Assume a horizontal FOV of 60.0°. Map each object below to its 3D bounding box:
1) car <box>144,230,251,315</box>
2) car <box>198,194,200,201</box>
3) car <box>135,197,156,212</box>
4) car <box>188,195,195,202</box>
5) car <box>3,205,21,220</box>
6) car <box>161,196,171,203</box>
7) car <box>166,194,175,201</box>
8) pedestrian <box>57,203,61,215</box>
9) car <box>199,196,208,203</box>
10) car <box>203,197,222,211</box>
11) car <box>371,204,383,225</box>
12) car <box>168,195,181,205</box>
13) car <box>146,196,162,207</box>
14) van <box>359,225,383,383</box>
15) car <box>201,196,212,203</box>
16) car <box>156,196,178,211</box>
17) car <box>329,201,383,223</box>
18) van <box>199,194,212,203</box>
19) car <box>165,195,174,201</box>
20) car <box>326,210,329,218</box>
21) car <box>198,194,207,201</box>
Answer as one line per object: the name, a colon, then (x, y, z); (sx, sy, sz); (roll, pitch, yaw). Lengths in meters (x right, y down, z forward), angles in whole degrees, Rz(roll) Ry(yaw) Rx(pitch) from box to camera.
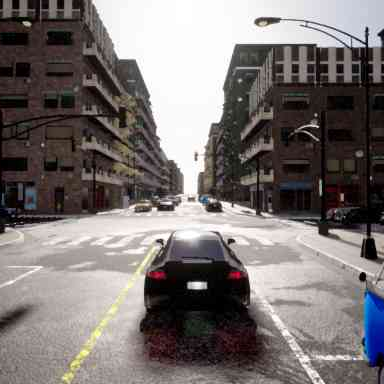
car: (0.088, 1.566, 7.683); (1.994, 1.385, 4.181); (0, 0, 0)
car: (2.592, 1.552, 68.409); (1.752, 1.417, 4.829); (1, 0, 0)
car: (-5.741, 1.539, 39.843); (1.752, 1.417, 4.829); (1, 0, 0)
car: (-0.131, 1.559, 80.557); (2.128, 1.511, 4.902); (0, 0, 0)
car: (-15.971, 1.555, 25.717); (4.718, 1.301, 1.895); (0, -1, 2)
car: (-5.797, 1.575, 73.869); (1.887, 1.381, 4.507); (1, 0, 0)
car: (-5.823, 1.480, 90.797); (1.967, 1.590, 4.097); (1, 0, 0)
pedestrian: (-12.590, 1.597, 31.437); (0.500, 1.100, 0.500); (0, -1, 1)
car: (2.582, 1.612, 73.882); (1.802, 1.307, 4.206); (1, 0, 0)
car: (2.638, 1.580, 40.027); (1.947, 1.339, 4.313); (1, 0, 0)
car: (13.506, 1.583, 19.848); (4.313, 1.339, 1.947); (0, -1, 1)
car: (-3.180, 1.497, 54.182); (1.882, 1.535, 5.008); (0, 0, 0)
car: (-5.759, 1.459, 51.298); (1.967, 1.590, 4.097); (1, 0, 0)
van: (2.670, 1.342, 2.080); (1.690, 1.788, 3.998); (1, 0, 0)
car: (2.629, 1.567, 45.669); (2.008, 1.369, 4.403); (1, 0, 0)
car: (-3.166, 1.578, 41.007); (1.994, 1.385, 4.181); (0, 0, 0)
car: (13.492, 1.473, 25.640); (4.553, 1.767, 2.097); (0, -1, 1)
van: (2.614, 1.362, 56.954); (1.690, 1.788, 3.998); (1, 0, 0)
car: (-5.816, 1.587, 85.154); (2.008, 1.369, 4.403); (1, 0, 0)
car: (13.596, 1.608, 28.229); (4.097, 1.590, 1.967); (0, -1, 1)
car: (2.568, 1.352, 85.167); (2.192, 1.841, 5.009); (1, 0, 0)
